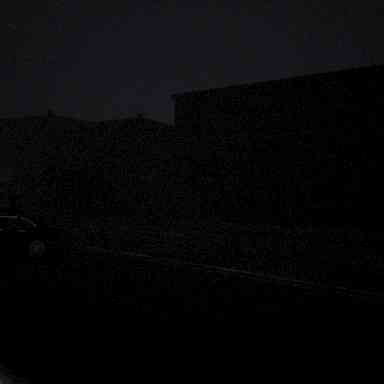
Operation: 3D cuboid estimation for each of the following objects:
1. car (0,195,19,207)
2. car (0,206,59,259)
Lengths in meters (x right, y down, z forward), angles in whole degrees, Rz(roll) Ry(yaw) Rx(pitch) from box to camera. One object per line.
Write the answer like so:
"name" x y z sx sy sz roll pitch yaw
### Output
"car" -8.787 1.139 11.619 2.435 2.045 5.566 0 0 35
"car" -6.486 1.403 10.023 2.231 1.521 4.892 0 0 35
